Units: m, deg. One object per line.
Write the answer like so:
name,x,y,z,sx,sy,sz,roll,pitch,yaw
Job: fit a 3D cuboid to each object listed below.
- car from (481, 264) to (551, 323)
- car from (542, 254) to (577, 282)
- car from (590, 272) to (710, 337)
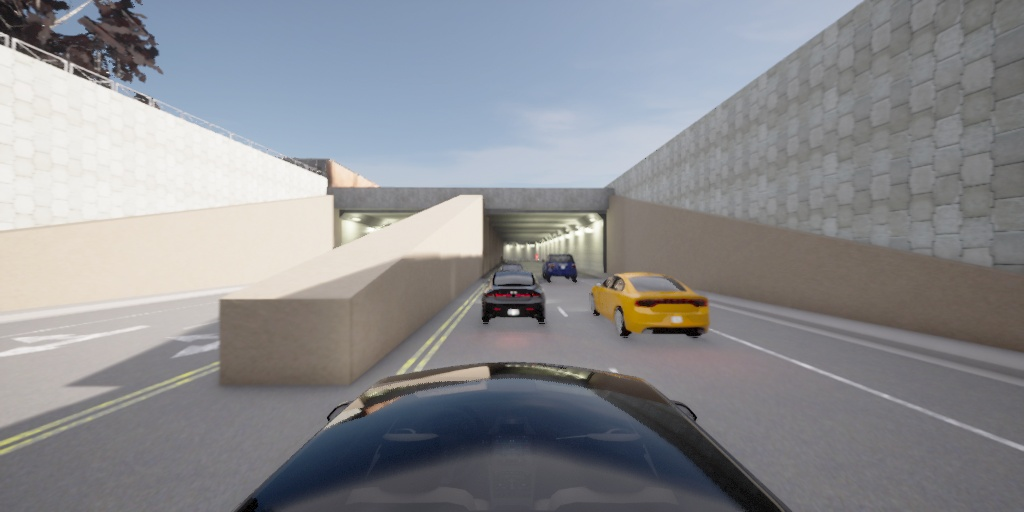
car,0.057,1.202,11.828,1.837,1.490,4.892,0,0,0
car,3.554,0.838,27.438,2.150,2.045,5.566,0,1,0
car,3.542,1.183,10.143,1.882,1.535,5.008,0,0,0
